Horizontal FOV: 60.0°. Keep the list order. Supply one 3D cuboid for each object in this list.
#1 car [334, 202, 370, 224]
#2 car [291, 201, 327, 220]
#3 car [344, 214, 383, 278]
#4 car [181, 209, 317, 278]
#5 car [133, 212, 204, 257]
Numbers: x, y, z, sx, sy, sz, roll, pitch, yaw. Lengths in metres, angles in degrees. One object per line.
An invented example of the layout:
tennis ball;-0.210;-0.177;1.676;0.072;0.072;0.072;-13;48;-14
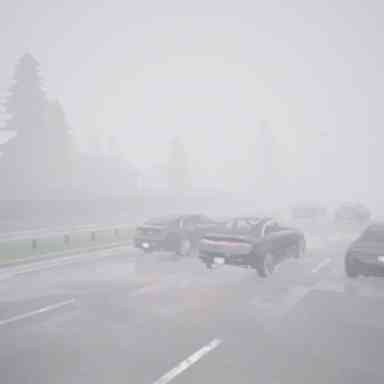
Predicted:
car;11.754;1.485;24.315;2.128;1.511;4.902;-1;0;35
car;9.786;1.496;27.619;1.882;1.535;5.008;-1;0;35
car;5.710;1.554;9.480;1.994;1.385;4.181;-1;0;35
car;2.057;1.510;10.359;2.128;1.511;4.902;-1;0;35
car;-0.202;1.548;13.243;1.837;1.490;4.892;-1;0;35
